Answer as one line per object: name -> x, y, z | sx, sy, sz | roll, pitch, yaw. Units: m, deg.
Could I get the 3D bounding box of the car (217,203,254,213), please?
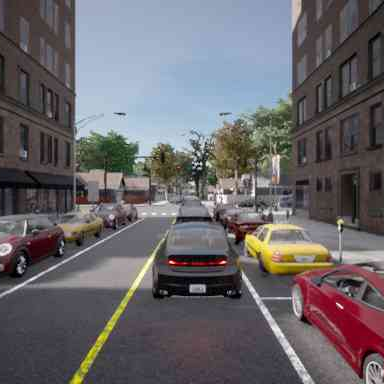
car -> 2.651, 1.589, 20.976 | 1.802, 1.307, 4.206 | 0, 0, 0

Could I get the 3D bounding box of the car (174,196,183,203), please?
car -> -2.994, 1.570, 75.394 | 1.837, 1.490, 4.892 | 0, 0, 0

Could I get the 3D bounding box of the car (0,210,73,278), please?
car -> -5.383, 1.442, 9.943 | 1.967, 1.590, 4.097 | 0, 0, 0

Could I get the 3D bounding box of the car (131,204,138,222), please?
car -> -5.370, 1.592, 26.500 | 1.802, 1.307, 4.206 | 0, 0, 0

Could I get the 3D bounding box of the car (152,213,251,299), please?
car -> 0.107, 1.506, 8.459 | 1.837, 1.490, 4.892 | 0, 0, 0

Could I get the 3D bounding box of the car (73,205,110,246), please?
car -> -5.379, 1.529, 15.292 | 1.752, 1.417, 4.829 | 0, 0, 0

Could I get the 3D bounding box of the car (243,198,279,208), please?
car -> 8.407, 1.485, 42.840 | 4.674, 1.442, 1.812 | 0, 1, 8

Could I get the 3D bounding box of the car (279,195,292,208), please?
car -> 14.287, 1.452, 46.210 | 4.674, 1.442, 1.812 | 0, 0, -2

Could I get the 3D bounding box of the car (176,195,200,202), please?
car -> 0.019, 1.362, 26.998 | 2.097, 1.767, 4.553 | 0, 0, 0

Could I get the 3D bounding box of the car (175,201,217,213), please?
car -> 0.112, 1.483, 17.943 | 1.882, 1.535, 5.008 | 0, 0, 0

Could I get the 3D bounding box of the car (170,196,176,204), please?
car -> -3.030, 1.576, 62.876 | 1.812, 1.442, 4.674 | 0, 0, 0

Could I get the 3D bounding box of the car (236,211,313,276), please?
car -> 2.642, 1.527, 10.110 | 1.752, 1.417, 4.829 | 0, 0, 0

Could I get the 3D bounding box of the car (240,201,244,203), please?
car -> 2.655, 1.575, 26.495 | 1.947, 1.339, 4.313 | 0, 0, 0

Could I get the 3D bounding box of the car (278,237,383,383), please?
car -> 2.638, 1.582, 4.421 | 1.802, 1.307, 4.206 | 0, 0, 0

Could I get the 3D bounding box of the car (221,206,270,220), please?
car -> 2.646, 1.549, 15.458 | 1.887, 1.381, 4.507 | 0, 0, 0

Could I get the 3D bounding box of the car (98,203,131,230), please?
car -> -5.375, 1.447, 20.981 | 1.967, 1.590, 4.097 | 0, 0, 0

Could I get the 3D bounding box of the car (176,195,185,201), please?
car -> -3.019, 1.622, 89.452 | 2.128, 1.511, 4.902 | 0, 0, 0
